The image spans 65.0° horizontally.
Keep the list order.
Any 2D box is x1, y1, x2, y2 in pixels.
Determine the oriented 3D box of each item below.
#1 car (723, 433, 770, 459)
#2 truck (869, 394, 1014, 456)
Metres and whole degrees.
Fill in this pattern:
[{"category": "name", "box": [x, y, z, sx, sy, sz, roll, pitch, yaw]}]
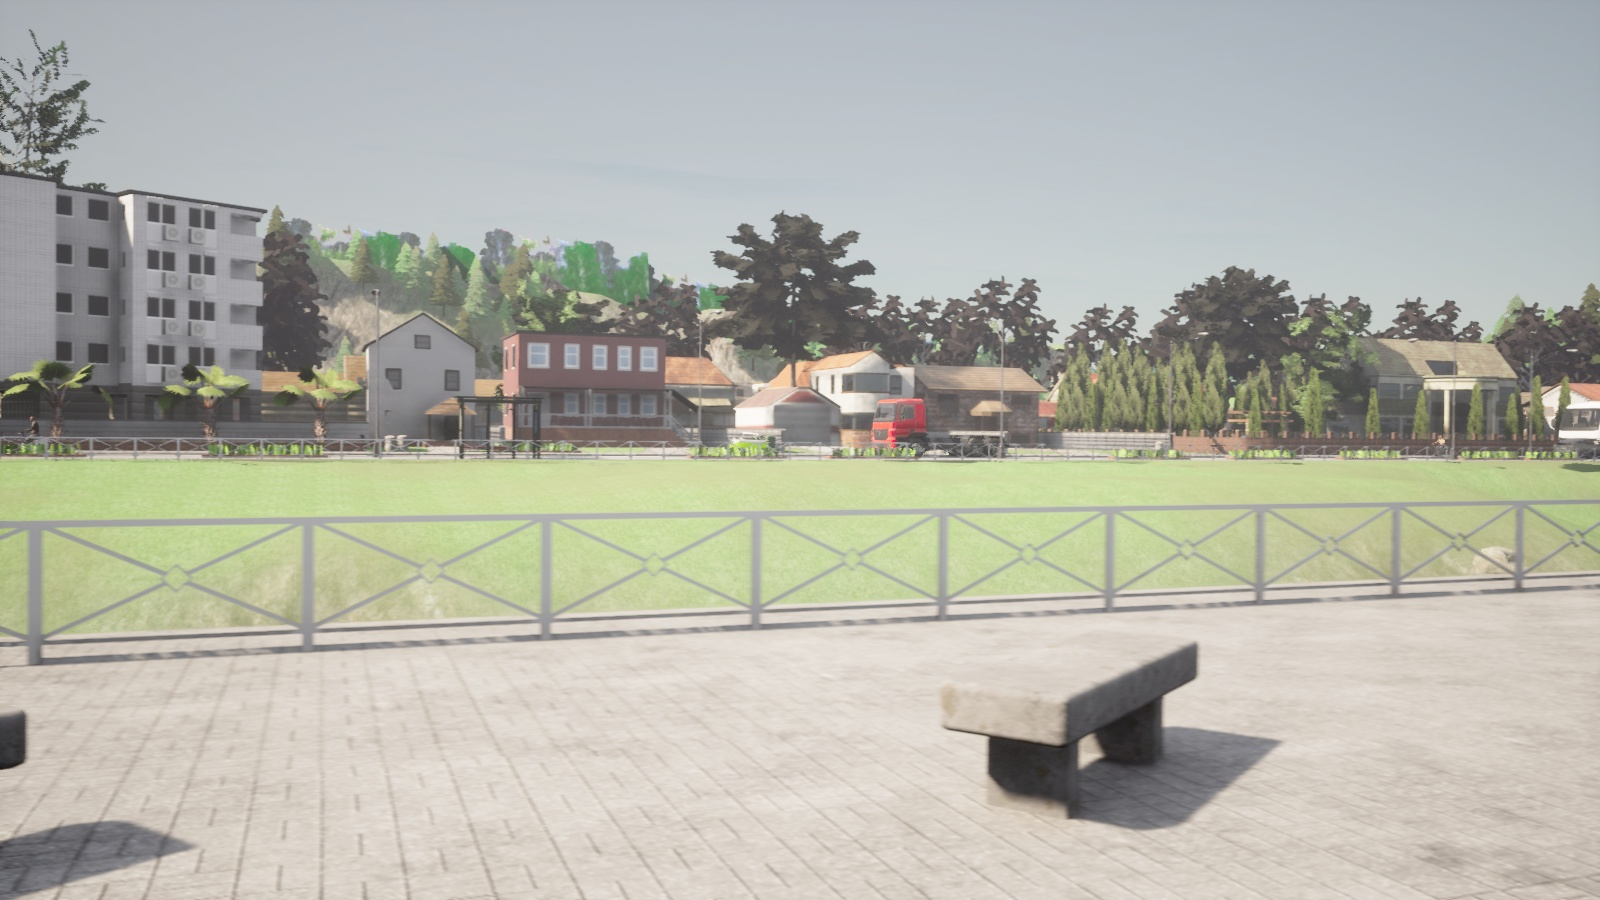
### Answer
[{"category": "car", "box": [-2.920, -0.233, 68.666, 2.207, 1.376, 1.481, -1, 1, -21]}, {"category": "truck", "box": [8.219, -1.459, 72.879, 7.936, 3.462, 2.891, -1, 1, -21]}]
